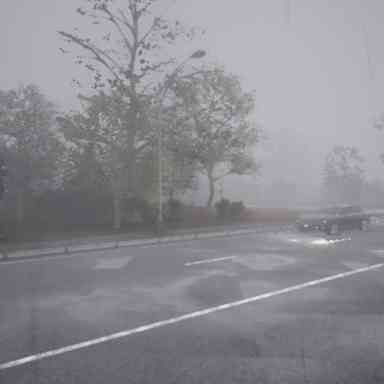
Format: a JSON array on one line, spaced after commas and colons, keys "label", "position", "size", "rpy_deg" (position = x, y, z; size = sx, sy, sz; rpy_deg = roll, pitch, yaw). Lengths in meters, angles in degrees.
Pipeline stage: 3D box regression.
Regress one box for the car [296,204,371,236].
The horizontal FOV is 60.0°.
[{"label": "car", "position": [7.651, 1.419, 17.837], "size": [4.892, 1.490, 1.837], "rpy_deg": [0, 0, -34]}]
